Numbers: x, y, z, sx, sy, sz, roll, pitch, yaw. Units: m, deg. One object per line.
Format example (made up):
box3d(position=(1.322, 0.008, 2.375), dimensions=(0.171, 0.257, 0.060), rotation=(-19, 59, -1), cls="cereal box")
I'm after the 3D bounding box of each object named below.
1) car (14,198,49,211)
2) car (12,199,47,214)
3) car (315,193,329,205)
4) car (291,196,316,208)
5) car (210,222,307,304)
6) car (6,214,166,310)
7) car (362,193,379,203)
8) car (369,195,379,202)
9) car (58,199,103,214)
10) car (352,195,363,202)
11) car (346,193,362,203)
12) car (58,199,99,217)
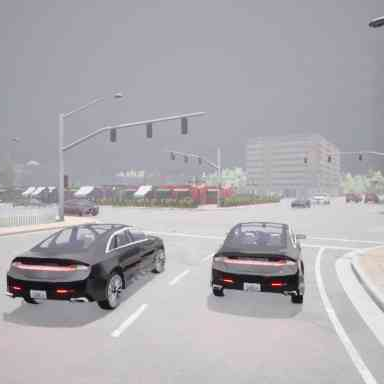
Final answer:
box3d(position=(-20.445, 1.581, 42.404), dimensions=(4.674, 1.442, 1.812), rotation=(0, 0, 32), cls="car")
box3d(position=(-18.187, 1.619, 36.866), dimensions=(4.181, 1.385, 1.994), rotation=(0, 0, 32), cls="car")
box3d(position=(23.076, 1.222, 59.437), dimensions=(2.150, 2.045, 5.566), rotation=(0, 0, 32), cls="car")
box3d(position=(15.581, 1.547, 47.301), dimensions=(2.033, 1.411, 5.357), rotation=(0, 0, 32), cls="car")
box3d(position=(1.764, 1.492, 8.294), dimensions=(2.128, 1.511, 4.902), rotation=(0, 0, 16), cls="car")
box3d(position=(-2.053, 1.492, 7.909), dimensions=(2.128, 1.511, 4.902), rotation=(0, 0, 12), cls="car")
box3d(position=(36.783, 1.225, 68.284), dimensions=(2.150, 2.045, 5.566), rotation=(0, 0, 32), cls="car")
box3d(position=(42.319, 1.524, 77.306), dimensions=(1.812, 1.442, 4.674), rotation=(0, 0, 32), cls="car")
box3d(position=(-12.635, 1.547, 37.527), dimensions=(4.902, 1.511, 2.128), rotation=(0, 0, 32), cls="car")
box3d(position=(39.554, 1.540, 79.492), dimensions=(2.033, 1.411, 5.357), rotation=(0, 0, 32), cls="car")
box3d(position=(33.993, 1.225, 70.429), dimensions=(2.150, 2.045, 5.566), rotation=(0, 0, 32), cls="car")
box3d(position=(-11.065, 1.619, 32.404), dimensions=(4.181, 1.385, 1.994), rotation=(0, 0, 32), cls="car")
